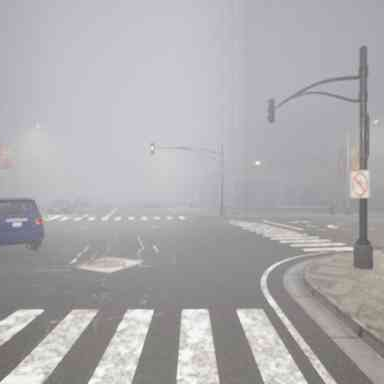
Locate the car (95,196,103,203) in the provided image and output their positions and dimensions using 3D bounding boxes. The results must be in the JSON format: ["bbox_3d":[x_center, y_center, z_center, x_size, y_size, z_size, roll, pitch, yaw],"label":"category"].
[{"bbox_3d":[-17.806,1.426,61.998,1.994,1.385,4.181,0,0,-8],"label":"car"}]

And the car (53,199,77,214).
[{"bbox_3d":[-13.259,1.440,33.881,1.812,1.442,4.674,0,0,-10],"label":"car"}]

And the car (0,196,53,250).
[{"bbox_3d":[-7.803,1.184,13.191,2.150,2.045,5.566,0,0,-44],"label":"car"}]

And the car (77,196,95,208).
[{"bbox_3d":[-15.376,1.364,46.864,1.882,1.535,5.008,0,0,-9],"label":"car"}]
